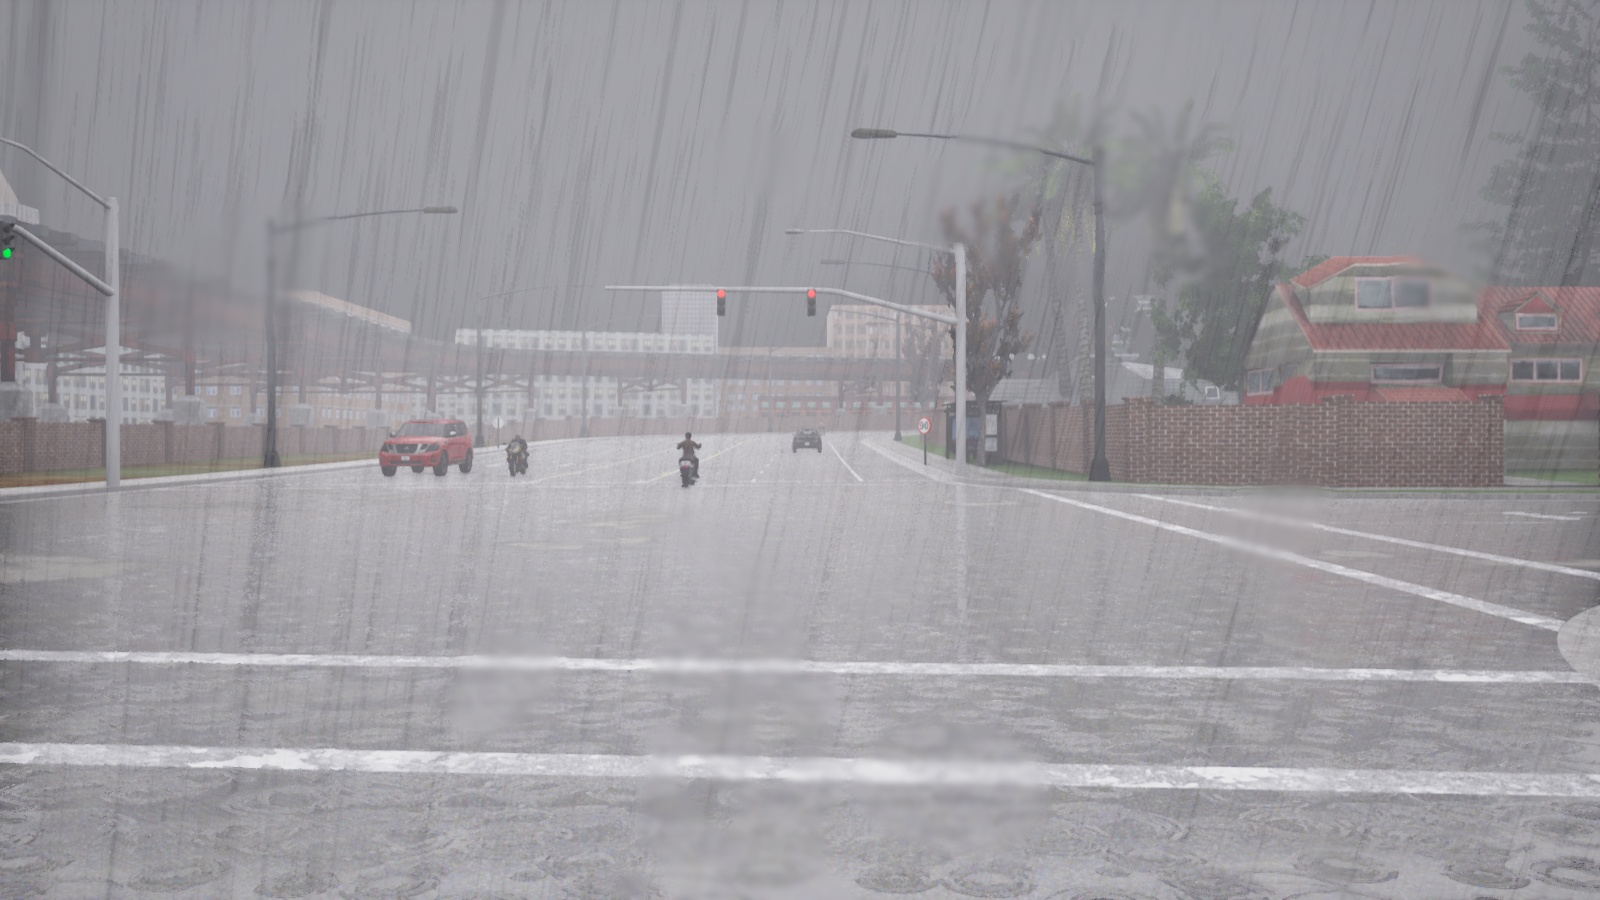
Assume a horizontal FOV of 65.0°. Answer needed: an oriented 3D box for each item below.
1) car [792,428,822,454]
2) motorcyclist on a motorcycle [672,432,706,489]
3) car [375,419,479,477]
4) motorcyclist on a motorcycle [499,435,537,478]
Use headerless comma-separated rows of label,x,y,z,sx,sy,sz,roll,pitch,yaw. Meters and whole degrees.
car,0.442,-0.593,76.890,1.816,1.474,4.193,0,2,0
motorcyclist on a motorcycle,-3.278,0.285,37.247,0.766,1.649,2.350,0,1,0
car,-13.726,-0.121,46.552,2.150,2.045,5.566,0,1,0
motorcyclist on a motorcycle,-10.233,0.215,45.602,0.866,1.530,2.191,0,1,0
